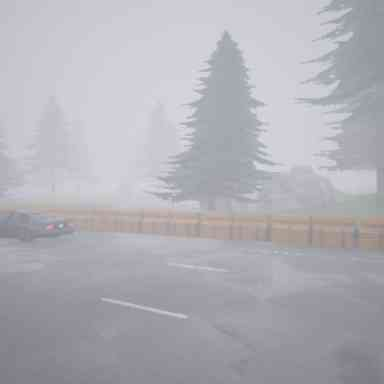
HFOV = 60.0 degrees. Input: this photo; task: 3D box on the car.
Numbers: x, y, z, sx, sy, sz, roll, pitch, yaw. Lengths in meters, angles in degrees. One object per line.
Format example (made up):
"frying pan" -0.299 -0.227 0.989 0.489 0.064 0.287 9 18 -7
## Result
"car" -8.238 1.579 15.910 5.357 1.411 2.033 0 0 21
